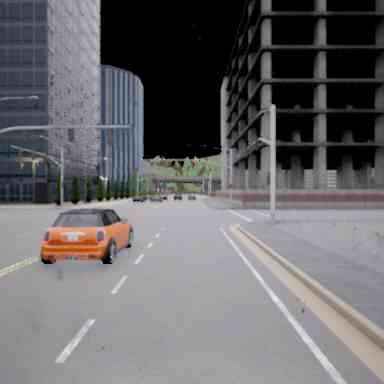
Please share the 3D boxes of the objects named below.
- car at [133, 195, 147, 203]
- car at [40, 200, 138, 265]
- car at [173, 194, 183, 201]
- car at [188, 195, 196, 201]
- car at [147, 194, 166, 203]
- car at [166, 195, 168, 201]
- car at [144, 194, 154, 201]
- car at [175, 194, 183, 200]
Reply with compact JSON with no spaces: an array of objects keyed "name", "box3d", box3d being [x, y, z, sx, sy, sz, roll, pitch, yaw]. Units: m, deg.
[{"name":"car","box3d":[-10.502,1.434,65.872,2.033,1.411,5.357,0,0,0]},{"name":"car","box3d":[-3.437,1.336,11.771,2.097,1.767,4.553,0,0,0]},{"name":"car","box3d":[-3.499,1.362,81.201,1.837,1.490,4.892,0,0,0]},{"name":"car","box3d":[0.001,1.388,81.199,2.128,1.511,4.902,0,0,0]},{"name":"car","box3d":[-7.009,1.243,65.996,2.097,1.767,4.553,0,0,0]},{"name":"car","box3d":[-6.999,1.337,81.465,1.882,1.535,5.008,0,0,0]},{"name":"car","box3d":[-10.499,1.360,81.380,1.837,1.490,4.892,0,0,0]},{"name":"car","box3d":[-3.499,1.357,90.274,1.812,1.442,4.674,0,0,0]}]
